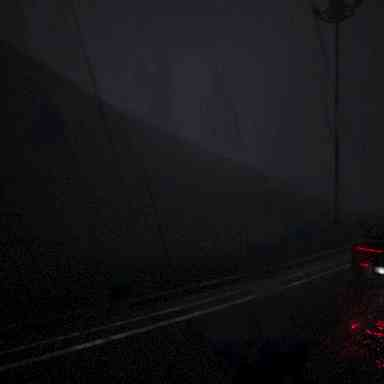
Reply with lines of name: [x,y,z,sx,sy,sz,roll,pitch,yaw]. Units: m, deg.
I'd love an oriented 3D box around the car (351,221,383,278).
car: [6.138,1.565,9.372,4.892,1.490,1.837,0,1,-44]
